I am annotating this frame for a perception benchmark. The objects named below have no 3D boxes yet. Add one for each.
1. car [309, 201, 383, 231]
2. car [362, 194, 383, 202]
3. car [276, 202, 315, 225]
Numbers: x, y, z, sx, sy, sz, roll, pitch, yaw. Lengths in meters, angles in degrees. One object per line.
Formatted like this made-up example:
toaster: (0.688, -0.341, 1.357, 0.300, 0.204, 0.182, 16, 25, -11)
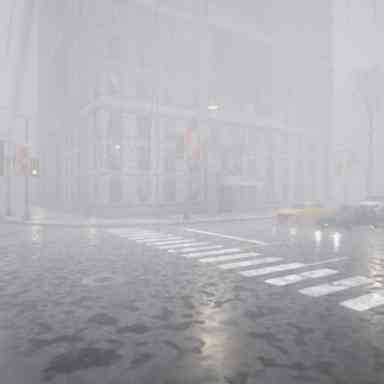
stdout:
car: (10.086, 1.543, 20.933, 5.357, 1.411, 2.033, 0, 0, -33)
car: (16.697, 1.216, 29.433, 5.566, 2.045, 2.150, 0, 0, -33)
car: (8.178, 1.473, 23.864, 5.008, 1.535, 1.882, 0, 0, -33)
